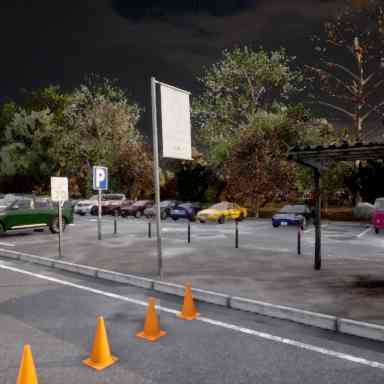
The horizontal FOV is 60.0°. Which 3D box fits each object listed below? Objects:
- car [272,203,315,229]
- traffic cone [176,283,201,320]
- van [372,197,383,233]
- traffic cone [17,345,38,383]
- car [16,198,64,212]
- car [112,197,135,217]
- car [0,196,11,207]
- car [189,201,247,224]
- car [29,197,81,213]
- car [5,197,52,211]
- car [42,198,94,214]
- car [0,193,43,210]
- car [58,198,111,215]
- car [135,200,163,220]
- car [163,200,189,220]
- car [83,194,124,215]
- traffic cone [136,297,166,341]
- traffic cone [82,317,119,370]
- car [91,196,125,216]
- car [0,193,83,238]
[{"bbox_3d":[6.965,1.513,22.119,2.163,1.488,4.792,0,0,35],"label":"car"},{"bbox_3d":[-0.062,1.957,6.049,0.340,0.580,0.340,0,0,36],"label":"traffic cone"},{"bbox_3d":[11.591,1.264,19.047,1.878,1.987,4.442,0,0,35],"label":"van"},{"bbox_3d":[-1.787,1.957,3.600,0.340,0.580,0.340,0,0,35],"label":"traffic cone"},{"bbox_3d":[-18.017,1.469,39.671,2.163,1.488,4.792,0,0,35],"label":"car"},{"bbox_3d":[-4.370,1.469,30.126,2.097,1.535,5.008,0,0,35],"label":"car"},{"bbox_3d":[-29.254,1.332,47.830,1.946,1.575,5.366,1,0,35],"label":"car"},{"bbox_3d":[2.332,1.475,25.183,1.946,1.575,5.366,0,0,35],"label":"car"},{"bbox_3d":[-15.626,1.444,38.252,1.946,1.575,5.366,0,0,35],"label":"car"},{"bbox_3d":[-20.261,1.452,41.318,2.163,1.488,4.792,0,0,35],"label":"car"},{"bbox_3d":[-13.462,1.455,36.500,2.097,1.535,5.008,0,0,35],"label":"car"},{"bbox_3d":[-22.562,1.153,42.866,2.435,2.045,5.566,0,0,35],"label":"car"},{"bbox_3d":[-11.190,1.461,34.903,2.231,1.521,4.892,0,0,35],"label":"car"},{"bbox_3d":[-2.099,1.473,28.531,2.231,1.521,4.892,0,0,35],"label":"car"},{"bbox_3d":[0.185,1.504,26.954,2.163,1.488,4.792,0,0,35],"label":"car"},{"bbox_3d":[-8.932,1.212,33.289,2.435,2.045,5.566,0,0,35],"label":"car"},{"bbox_3d":[-0.637,1.957,5.233,0.340,0.580,0.340,0,0,35],"label":"traffic cone"},{"bbox_3d":[-1.212,1.957,4.417,0.340,0.580,0.340,0,0,35],"label":"traffic cone"},{"bbox_3d":[-6.642,1.466,31.721,2.097,1.535,5.008,0,0,35],"label":"car"},{"bbox_3d":[-8.926,1.221,17.300,2.435,2.045,5.566,0,0,35],"label":"car"}]
